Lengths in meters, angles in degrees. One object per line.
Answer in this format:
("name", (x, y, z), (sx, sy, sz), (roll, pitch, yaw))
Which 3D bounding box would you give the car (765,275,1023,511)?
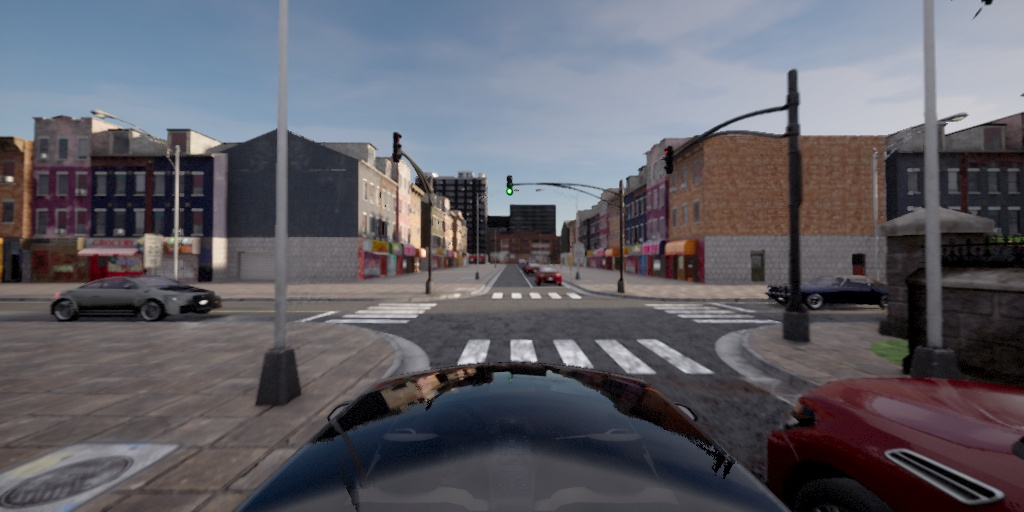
("car", (2.639, 1.058, 0.180), (2.192, 1.841, 5.009), (0, 0, 0))

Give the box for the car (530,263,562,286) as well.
("car", (2.614, 1.428, 26.608), (1.888, 1.381, 4.507), (0, 0, 0))

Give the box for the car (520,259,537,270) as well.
("car", (2.593, 1.339, 48.357), (2.192, 1.841, 5.009), (0, 0, 0))

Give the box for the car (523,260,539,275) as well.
("car", (2.598, 1.532, 42.919), (1.888, 1.381, 4.507), (0, 0, 0))

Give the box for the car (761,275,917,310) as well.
("car", (13.285, 1.457, 14.800), (4.718, 1.301, 1.895), (0, -1, 0))

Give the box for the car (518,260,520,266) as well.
("car", (2.577, 1.727, 64.668), (1.802, 1.307, 4.207), (0, 0, 0))

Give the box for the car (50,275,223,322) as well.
("car", (-12.086, 1.328, 11.738), (4.181, 1.385, 1.994), (0, -1, 0))
